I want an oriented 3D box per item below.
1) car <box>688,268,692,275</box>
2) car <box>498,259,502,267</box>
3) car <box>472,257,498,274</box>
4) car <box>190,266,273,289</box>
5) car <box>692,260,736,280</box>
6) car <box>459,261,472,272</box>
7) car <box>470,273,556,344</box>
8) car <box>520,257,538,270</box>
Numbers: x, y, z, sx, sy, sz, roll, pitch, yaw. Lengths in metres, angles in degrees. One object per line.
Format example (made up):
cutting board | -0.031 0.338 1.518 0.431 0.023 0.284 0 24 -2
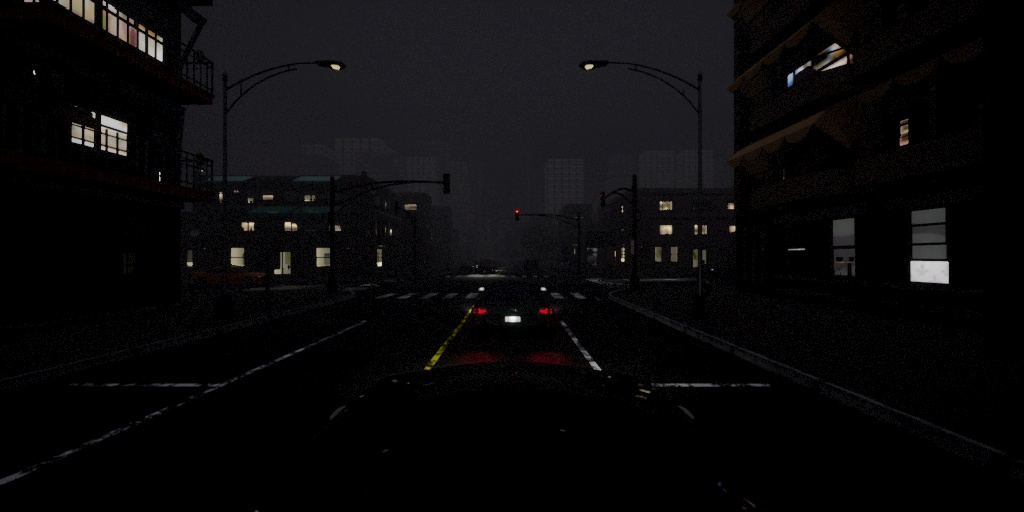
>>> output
car | 17.522 1.113 30.832 4.313 1.339 1.948 0 0 0
car | -3.048 1.328 54.489 2.033 1.411 5.357 0 0 0
car | -3.001 1.118 40.711 2.097 1.767 4.553 0 0 -2
car | -19.469 1.440 25.055 5.008 1.535 1.882 -1 0 0
car | 17.399 1.033 28.244 4.902 1.511 2.128 -1 0 0
car | -5.738 1.316 46.525 1.888 1.381 4.507 0 0 0
car | 0.016 1.315 9.647 1.994 1.385 4.181 0 0 0
car | 2.735 1.092 52.039 2.192 1.841 5.009 0 0 0
